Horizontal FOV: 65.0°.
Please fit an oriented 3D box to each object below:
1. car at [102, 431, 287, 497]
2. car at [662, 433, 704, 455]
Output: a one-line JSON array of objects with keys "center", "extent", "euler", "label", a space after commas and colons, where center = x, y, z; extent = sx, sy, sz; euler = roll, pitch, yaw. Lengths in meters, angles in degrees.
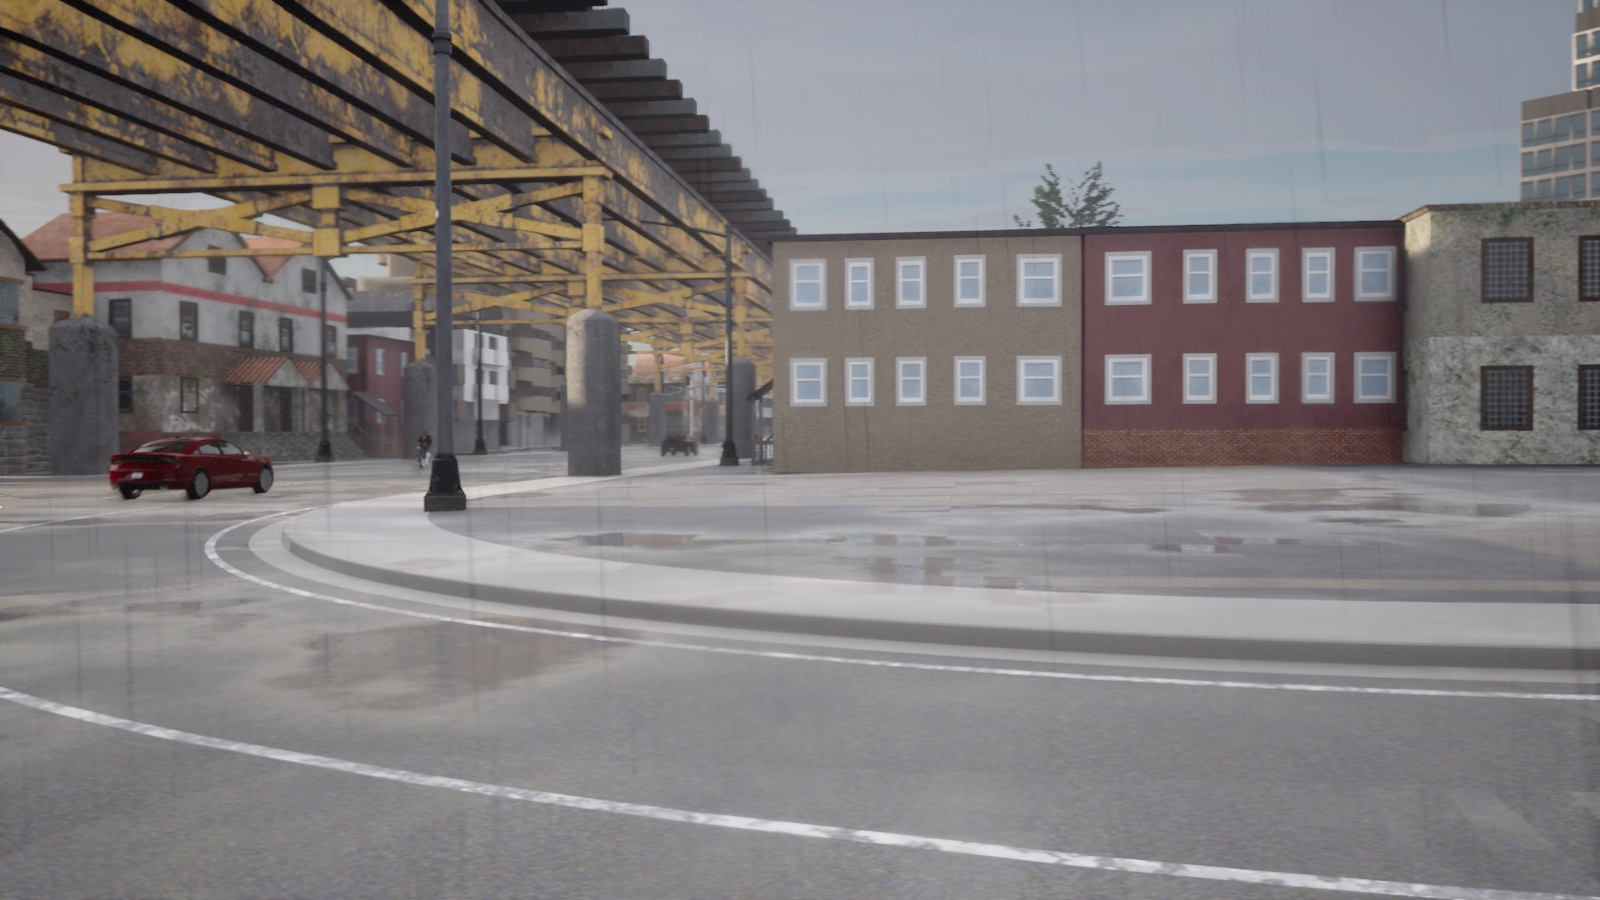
[{"center": [-15.101, 0.285, 31.702], "extent": [1.882, 1.535, 5.008], "euler": [0, 1, 5], "label": "car"}, {"center": [-7.905, -0.426, 85.229], "extent": [1.837, 1.490, 4.892], "euler": [0, 1, 8], "label": "car"}]
